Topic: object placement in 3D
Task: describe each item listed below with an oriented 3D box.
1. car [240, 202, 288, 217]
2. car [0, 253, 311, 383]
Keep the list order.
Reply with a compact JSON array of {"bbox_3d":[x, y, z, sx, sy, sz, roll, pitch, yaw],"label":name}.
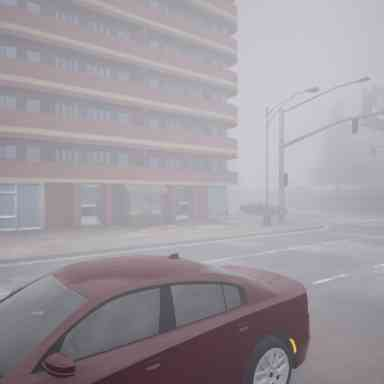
[{"bbox_3d":[6.884,1.601,32.055,1.895,1.301,4.718,0,0,-36],"label":"car"},{"bbox_3d":[-0.881,1.478,3.363,5.008,1.535,1.882,0,0,-36],"label":"car"}]
